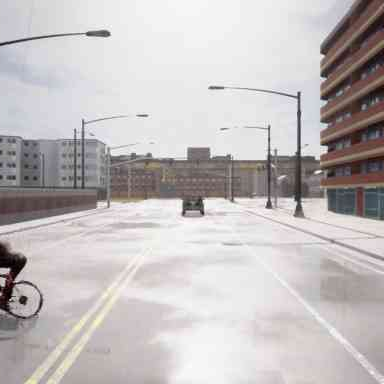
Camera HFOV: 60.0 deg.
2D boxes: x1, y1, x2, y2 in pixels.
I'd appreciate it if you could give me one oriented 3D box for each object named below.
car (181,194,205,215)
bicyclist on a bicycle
[{"bbox_3d":[0.109,1.222,34.068,2.150,2.045,5.566,0,0,0],"label":"car"},{"bbox_3d":[-3.455,1.453,5.867,1.656,1.620,0.582,-1,0,0],"label":"bicyclist on a bicycle"}]
